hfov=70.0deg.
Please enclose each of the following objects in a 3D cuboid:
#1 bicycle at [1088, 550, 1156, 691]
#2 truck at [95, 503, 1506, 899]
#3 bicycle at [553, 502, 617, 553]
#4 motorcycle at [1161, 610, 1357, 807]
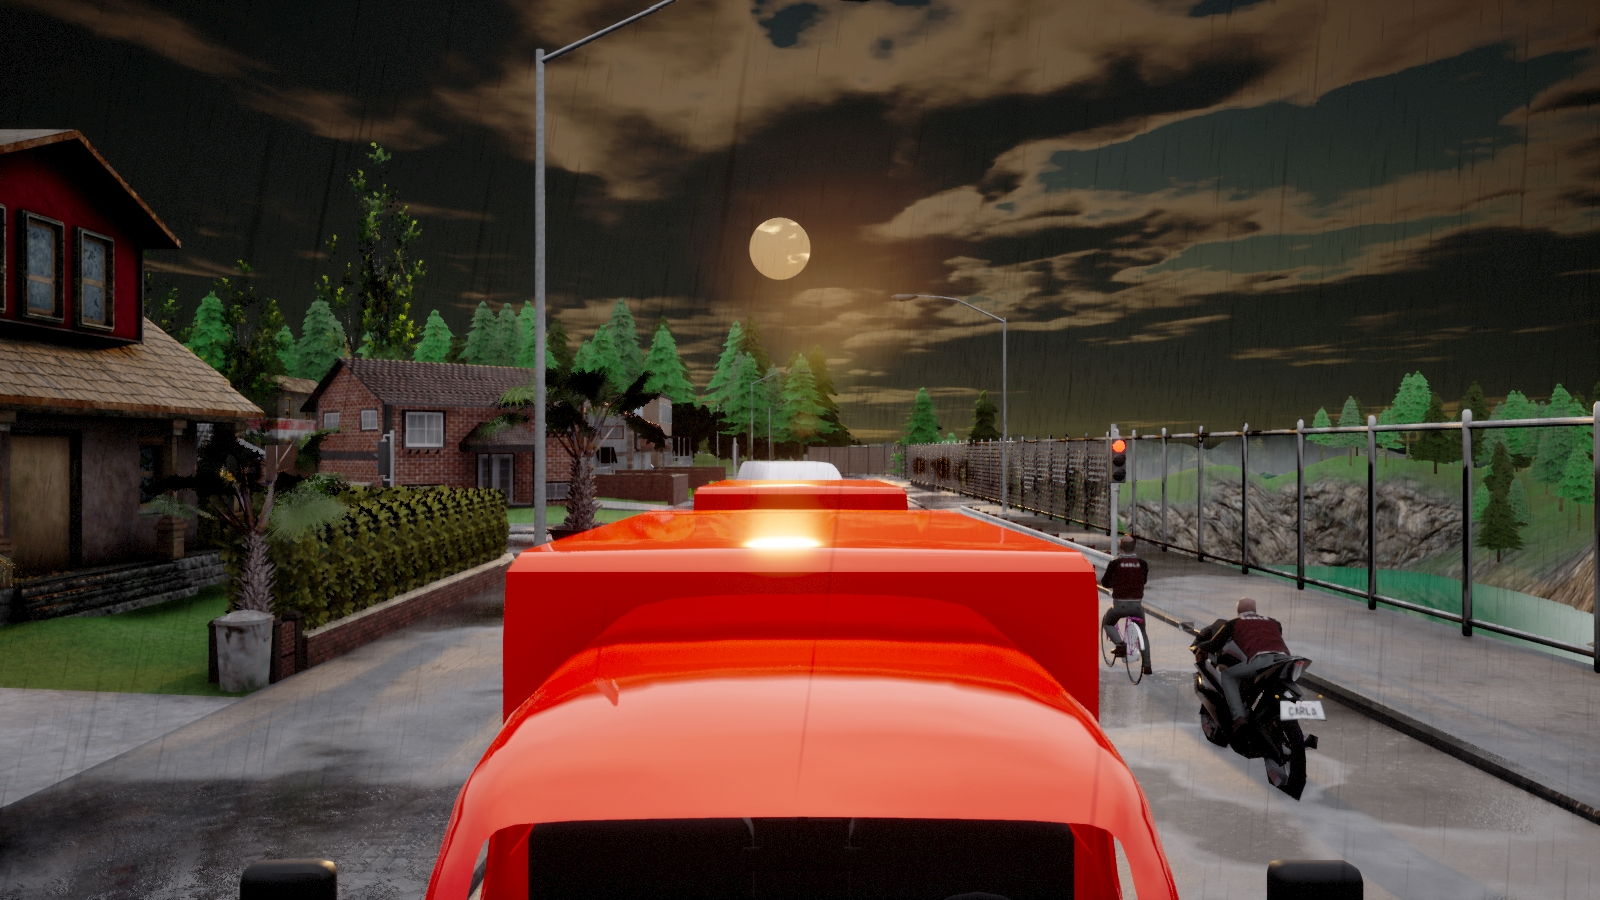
[{"bbox_3d":[3.986,2.066,14.240,0.329,1.471,1.835,0,0,0],"label":"bicycle"},{"bbox_3d":[-0.001,1.570,4.728,2.627,2.467,5.204,0,0,0],"label":"truck"},{"bbox_3d":[-6.013,2.167,32.016,1.487,1.276,0.859,-3,0,8],"label":"bicycle"},{"bbox_3d":[4.000,2.210,10.191,0.867,1.251,2.209,0,0,0],"label":"motorcycle"}]
